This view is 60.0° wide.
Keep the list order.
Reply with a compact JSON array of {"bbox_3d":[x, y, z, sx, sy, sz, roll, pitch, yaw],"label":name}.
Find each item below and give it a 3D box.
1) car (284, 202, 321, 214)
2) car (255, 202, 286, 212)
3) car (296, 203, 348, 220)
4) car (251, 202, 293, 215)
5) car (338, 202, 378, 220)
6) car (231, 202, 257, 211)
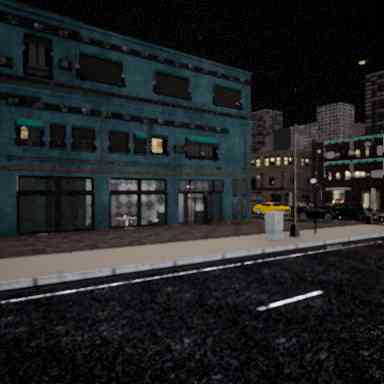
[{"bbox_3d":[14.798,2.120,44.810,2.008,1.369,4.403,-1,0,-35],"label":"car"},{"bbox_3d":[11.595,2.214,49.325,1.802,1.307,4.206,-1,0,-35],"label":"car"},{"bbox_3d":[12.692,2.055,33.087,1.947,1.339,4.313,-1,0,-35],"label":"car"},{"bbox_3d":[10.024,2.058,41.546,1.882,1.535,5.008,0,-1,-35],"label":"car"},{"bbox_3d":[15.939,1.815,33.140,2.097,1.767,4.553,0,-1,-34],"label":"car"},{"bbox_3d":[8.393,2.276,53.839,1.802,1.307,4.206,-1,0,-35],"label":"car"}]
